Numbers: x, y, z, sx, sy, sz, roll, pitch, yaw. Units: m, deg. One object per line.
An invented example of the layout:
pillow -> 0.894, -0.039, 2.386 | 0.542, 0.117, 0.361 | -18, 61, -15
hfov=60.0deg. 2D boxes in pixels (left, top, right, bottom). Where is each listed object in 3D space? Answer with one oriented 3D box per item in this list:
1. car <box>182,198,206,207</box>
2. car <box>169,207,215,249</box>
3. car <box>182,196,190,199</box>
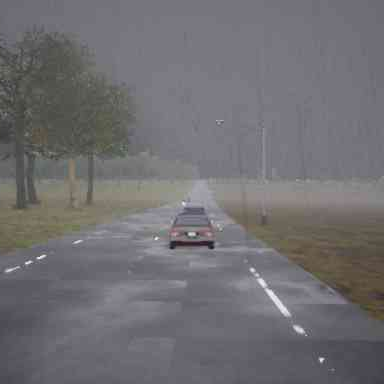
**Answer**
car -> 0.246, 1.610, 29.607 | 1.882, 1.535, 5.008 | 0, 0, 2
car -> 0.001, 1.607, 14.656 | 2.033, 1.411, 5.357 | 0, 0, 0
car -> -1.310, 1.631, 76.627 | 2.128, 1.511, 4.902 | 0, 0, 2
